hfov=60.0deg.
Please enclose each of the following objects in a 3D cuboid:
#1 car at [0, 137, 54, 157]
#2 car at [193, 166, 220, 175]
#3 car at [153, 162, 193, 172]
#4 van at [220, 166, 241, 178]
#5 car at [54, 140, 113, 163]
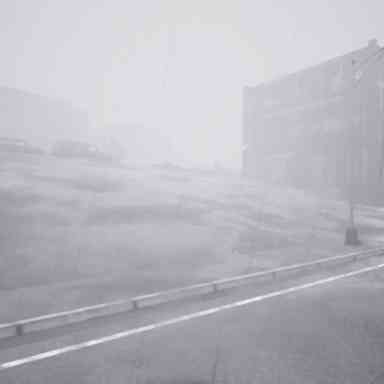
[{"bbox_3d":[-13.743,-3.360,26.007,2.185,1.767,4.553,0,-1,45],"label":"car"},{"bbox_3d":[1.020,-2.508,42.557,2.002,1.452,4.674,0,-2,40],"label":"car"},{"bbox_3d":[-2.541,-2.712,38.314,2.002,1.452,4.674,0,-2,41],"label":"car"},{"bbox_3d":[4.605,-2.542,46.959,1.878,1.987,4.442,0,-2,39],"label":"van"},{"bbox_3d":[-9.870,-3.346,30.068,2.435,2.045,5.566,0,-1,44],"label":"car"}]
